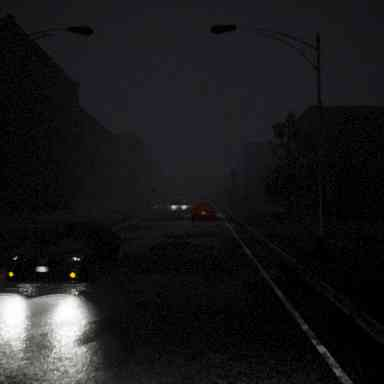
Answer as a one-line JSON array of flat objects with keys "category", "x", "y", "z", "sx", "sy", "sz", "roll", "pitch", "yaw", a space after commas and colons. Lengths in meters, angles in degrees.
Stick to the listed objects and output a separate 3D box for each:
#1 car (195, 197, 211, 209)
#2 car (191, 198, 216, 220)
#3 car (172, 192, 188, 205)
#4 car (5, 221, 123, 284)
[{"category": "car", "x": 1.485, "y": 1.423, "z": 43.736, "sx": 1.994, "sy": 1.385, "sz": 4.181, "roll": 0, "pitch": 0, "yaw": 2}, {"category": "car", "x": 0.968, "y": 1.431, "z": 27.784, "sx": 1.882, "sy": 1.535, "sz": 5.008, "roll": 0, "pitch": 0, "yaw": 2}, {"category": "car", "x": -1.882, "y": 1.009, "z": 52.871, "sx": 2.150, "sy": 2.045, "sz": 5.566, "roll": 0, "pitch": 0, "yaw": 2}, {"category": "car", "x": -3.328, "y": 1.557, "z": 9.491, "sx": 1.994, "sy": 1.385, "sz": 4.181, "roll": 0, "pitch": 0, "yaw": 2}]
